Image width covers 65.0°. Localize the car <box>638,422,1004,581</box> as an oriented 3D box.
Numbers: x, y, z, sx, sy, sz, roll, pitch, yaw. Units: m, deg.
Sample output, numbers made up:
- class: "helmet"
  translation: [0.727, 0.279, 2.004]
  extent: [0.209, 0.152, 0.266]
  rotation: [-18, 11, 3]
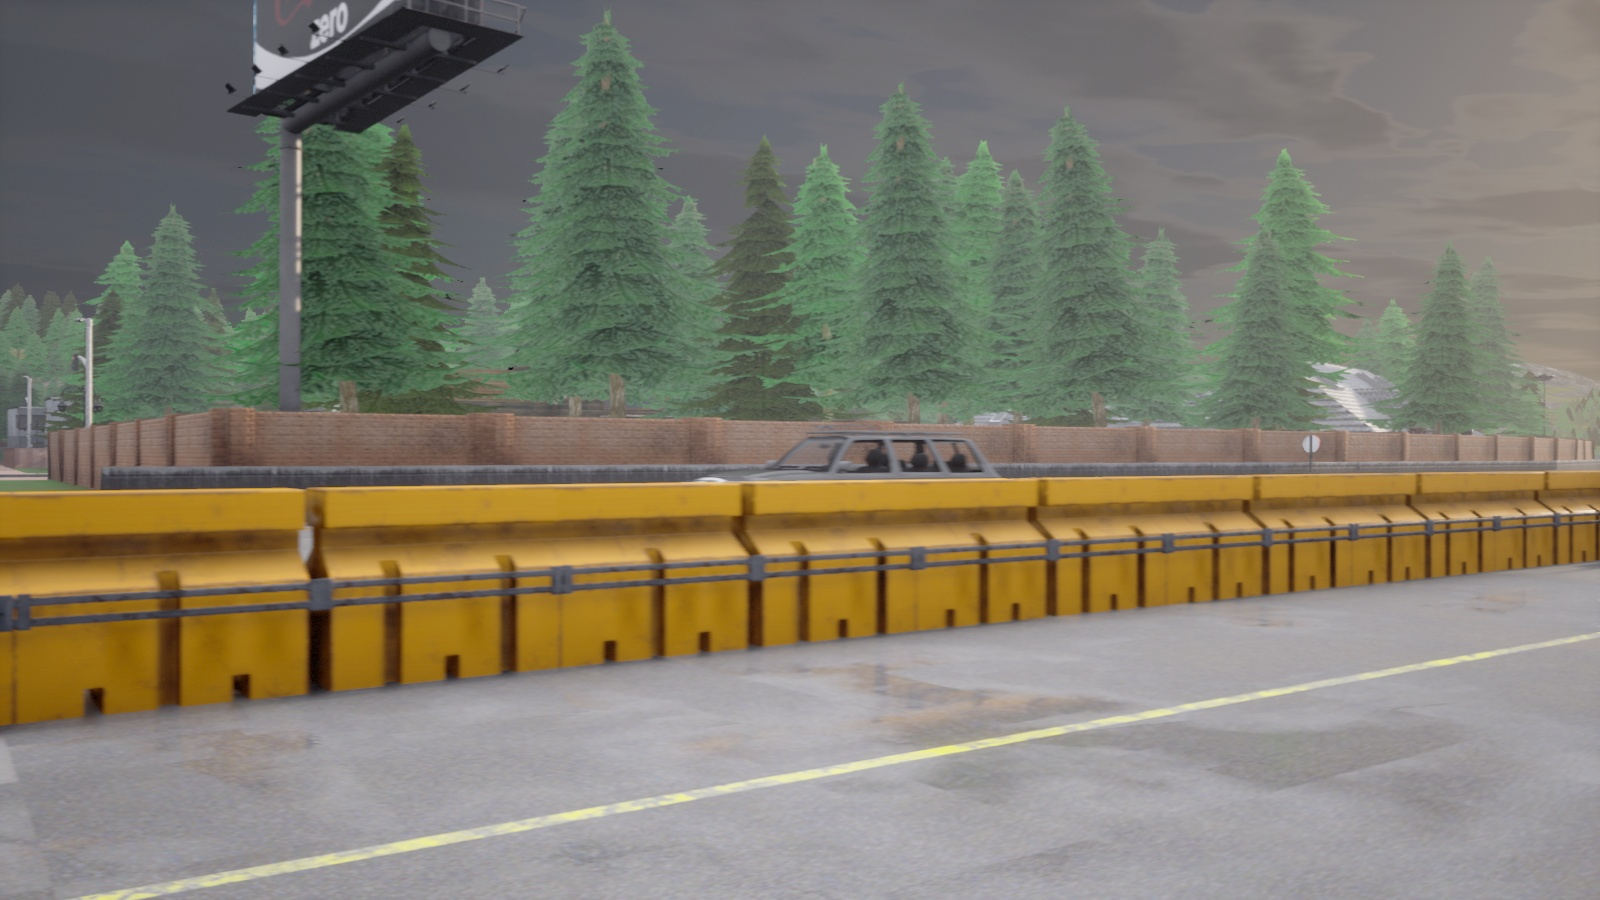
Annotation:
- class: "car"
  translation: [0.352, 0.602, 16.697]
  extent: [4.605, 1.855, 1.932]
  rotation: [0, 0, -35]
